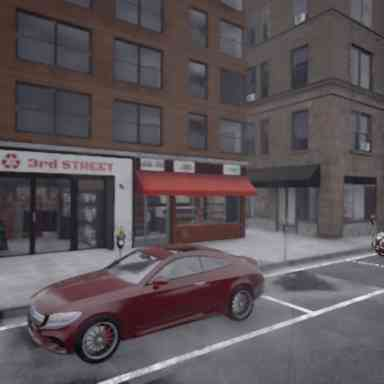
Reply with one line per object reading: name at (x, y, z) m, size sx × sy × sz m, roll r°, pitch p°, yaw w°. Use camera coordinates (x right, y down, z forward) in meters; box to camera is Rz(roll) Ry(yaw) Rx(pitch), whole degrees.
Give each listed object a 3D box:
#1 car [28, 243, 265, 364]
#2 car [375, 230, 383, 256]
car at (-0.523, 1.608, 5.810) m, size 4.206 × 1.307 × 1.802 m, roll 1°, pitch 0°, yaw -35°
car at (8.481, 1.570, 12.196) m, size 4.097 × 1.590 × 1.967 m, roll 1°, pitch 0°, yaw -35°
